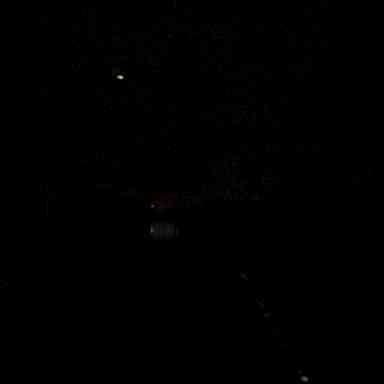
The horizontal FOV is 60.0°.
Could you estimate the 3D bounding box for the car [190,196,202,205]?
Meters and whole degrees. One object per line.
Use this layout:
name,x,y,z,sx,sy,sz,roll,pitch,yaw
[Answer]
car,0.946,1.608,61.556,1.801,1.575,5.366,0,0,0

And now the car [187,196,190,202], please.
car,-0.021,1.643,79.352,1.812,1.442,4.674,0,0,0

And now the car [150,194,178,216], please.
car,-2.857,1.257,33.271,2.150,2.045,5.566,0,-1,0

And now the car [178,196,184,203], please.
car,-2.770,1.678,74.411,2.033,1.411,5.357,0,0,0
